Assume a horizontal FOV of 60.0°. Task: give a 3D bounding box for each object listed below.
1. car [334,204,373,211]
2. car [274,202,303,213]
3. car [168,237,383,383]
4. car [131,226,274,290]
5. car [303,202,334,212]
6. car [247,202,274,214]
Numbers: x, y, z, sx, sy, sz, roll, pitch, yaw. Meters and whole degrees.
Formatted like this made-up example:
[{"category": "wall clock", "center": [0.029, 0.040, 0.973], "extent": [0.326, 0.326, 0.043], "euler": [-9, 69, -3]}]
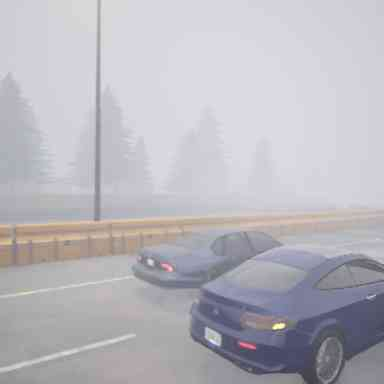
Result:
[{"category": "car", "center": [17.566, 1.990, 35.318], "extent": [5.357, 1.411, 2.033], "euler": [1, -1, -42]}, {"category": "car", "center": [12.560, 1.966, 40.266], "extent": [4.902, 1.511, 2.128], "euler": [1, -1, -43]}, {"category": "car", "center": [2.132, 1.591, 5.336], "extent": [4.674, 1.442, 1.812], "euler": [1, -1, -35]}, {"category": "car", "center": [1.121, 1.646, 8.914], "extent": [5.357, 1.411, 2.033], "euler": [1, -1, -35]}, {"category": "car", "center": [14.967, 1.934, 37.723], "extent": [5.008, 1.535, 1.882], "euler": [1, -1, -43]}, {"category": "car", "center": [9.323, 2.025, 41.996], "extent": [5.357, 1.411, 2.033], "euler": [1, -1, -42]}]
